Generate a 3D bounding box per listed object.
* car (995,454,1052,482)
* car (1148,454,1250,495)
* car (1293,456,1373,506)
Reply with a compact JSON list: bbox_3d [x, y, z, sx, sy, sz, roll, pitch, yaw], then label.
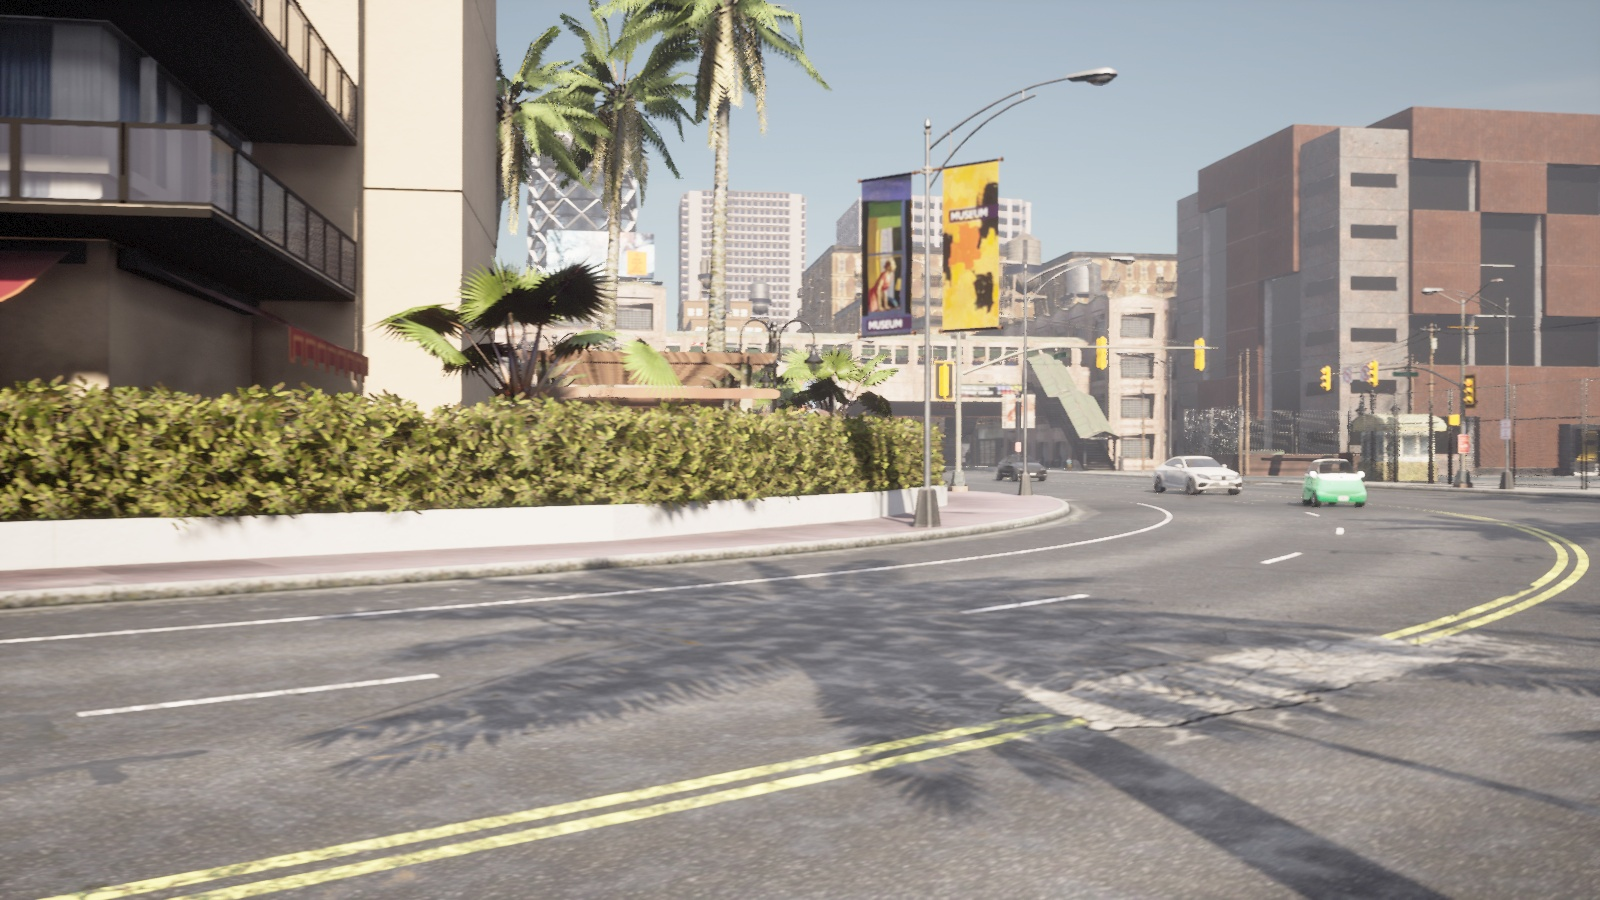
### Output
[{"bbox_3d":[12.059,0.936,68.079,1.816,1.474,4.193,0,0,-8],"label":"car"},{"bbox_3d":[14.919,0.878,47.233,1.812,1.442,4.674,0,0,-8],"label":"car"},{"bbox_3d":[15.232,0.871,35.970,1.481,1.376,2.207,0,0,5],"label":"car"}]
